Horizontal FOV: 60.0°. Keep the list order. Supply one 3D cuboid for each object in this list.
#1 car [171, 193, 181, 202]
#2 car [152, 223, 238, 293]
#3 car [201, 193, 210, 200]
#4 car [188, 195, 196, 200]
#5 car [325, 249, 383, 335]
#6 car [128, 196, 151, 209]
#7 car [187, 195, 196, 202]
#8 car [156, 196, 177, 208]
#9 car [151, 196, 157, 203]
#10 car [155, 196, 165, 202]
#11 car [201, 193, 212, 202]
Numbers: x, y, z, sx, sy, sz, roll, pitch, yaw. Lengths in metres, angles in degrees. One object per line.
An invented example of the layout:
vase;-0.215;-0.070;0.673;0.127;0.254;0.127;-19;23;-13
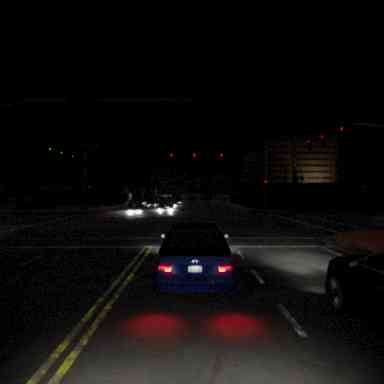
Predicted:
car;-3.645;1.447;59.534;2.128;1.511;4.902;0;0;0
car;0.072;1.541;8.962;2.033;1.411;5.357;0;0;0
car;3.395;1.163;84.712;2.097;1.767;4.553;0;0;0
car;-0.105;1.360;84.735;1.994;1.385;4.181;0;0;0
car;3.557;1.488;4.721;2.128;1.511;4.902;0;0;0
car;-7.148;1.458;43.659;2.128;1.511;4.902;0;0;0
car;-0.092;1.475;74.462;2.033;1.411;5.357;0;0;0
car;-3.649;1.565;47.643;1.895;1.301;4.718;0;0;0
car;-7.133;1.501;61.504;2.033;1.411;5.357;0;0;0
car;-7.092;1.537;74.333;1.895;1.301;4.718;0;0;0
car;3.407;1.287;74.756;2.097;1.767;4.553;0;0;0
